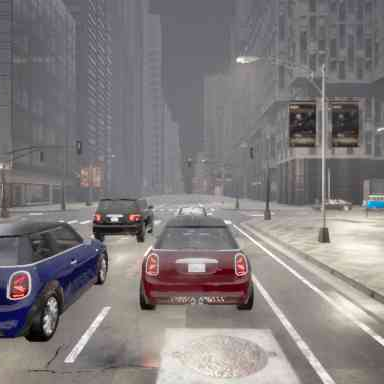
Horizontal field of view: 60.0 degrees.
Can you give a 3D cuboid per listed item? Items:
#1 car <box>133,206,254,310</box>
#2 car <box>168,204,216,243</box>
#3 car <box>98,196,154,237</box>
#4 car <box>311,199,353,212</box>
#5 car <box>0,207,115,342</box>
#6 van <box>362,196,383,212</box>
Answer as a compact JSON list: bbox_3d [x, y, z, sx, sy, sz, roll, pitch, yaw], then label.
[{"bbox_3d":[0.081,1.352,7.960,2.097,1.767,4.553,0,0,0],"label":"car"},{"bbox_3d":[0.050,1.491,17.147,2.128,1.511,4.902,0,0,2],"label":"car"},{"bbox_3d":[-3.188,1.222,16.352,2.150,2.045,5.566,0,0,0],"label":"car"},{"bbox_3d":[15.789,1.513,37.567,4.403,1.369,2.008,0,0,0],"label":"car"},{"bbox_3d":[-3.166,1.352,6.640,2.097,1.767,4.553,0,0,0],"label":"car"},{"bbox_3d":[21.407,1.292,37.556,3.998,1.788,1.690,0,0,0],"label":"van"}]
